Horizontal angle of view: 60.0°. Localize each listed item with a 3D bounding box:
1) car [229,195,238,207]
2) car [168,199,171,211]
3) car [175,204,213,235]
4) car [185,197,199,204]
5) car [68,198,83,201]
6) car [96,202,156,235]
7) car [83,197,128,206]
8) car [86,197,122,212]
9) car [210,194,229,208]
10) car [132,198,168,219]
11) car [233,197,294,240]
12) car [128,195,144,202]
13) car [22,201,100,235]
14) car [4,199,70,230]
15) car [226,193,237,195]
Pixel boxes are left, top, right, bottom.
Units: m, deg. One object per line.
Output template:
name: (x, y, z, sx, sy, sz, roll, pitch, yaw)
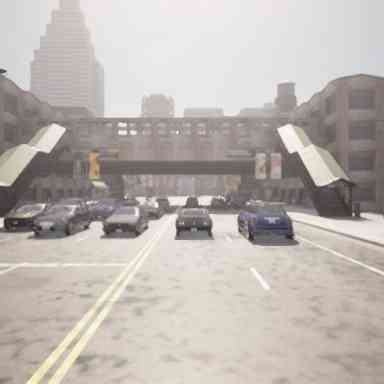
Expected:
car: (6.716, 1.538, 49.560, 1.895, 1.301, 4.718, 0, 0, 0)
car: (-3.538, 1.459, 39.390, 1.837, 1.490, 4.892, 0, 0, 0)
car: (0.097, 1.579, 18.704, 1.895, 1.301, 4.718, 0, 0, 0)
car: (0.042, 1.452, 47.023, 1.837, 1.490, 4.892, 0, 0, 1)
car: (-10.045, 1.322, 27.552, 2.185, 1.767, 4.553, 0, 0, 0)
car: (-3.564, 1.525, 18.967, 2.033, 1.411, 5.357, 0, 0, 0)
car: (-7.057, 1.320, 27.707, 2.097, 1.767, 4.553, 0, 0, 0)
car: (-10.012, 1.436, 38.327, 2.231, 1.521, 4.892, 0, 0, 10)
car: (3.537, 1.438, 46.816, 2.128, 1.511, 4.902, 0, 0, 1)
car: (-3.549, 1.514, 29.042, 2.033, 1.411, 5.357, 0, 0, 1)
car: (3.597, 1.332, 17.081, 2.097, 1.767, 4.553, 0, 0, 0)
car: (-7.048, 1.433, 37.757, 1.882, 1.535, 5.008, 0, 0, 1)
car: (-7.069, 1.470, 18.589, 2.128, 1.511, 4.902, 0, 0, 0)
car: (-9.904, 1.455, 21.127, 2.097, 1.535, 5.008, 0, 0, 0)
car: (6.669, 1.163, 56.955, 2.435, 2.045, 5.566, 0, 0, 0)
